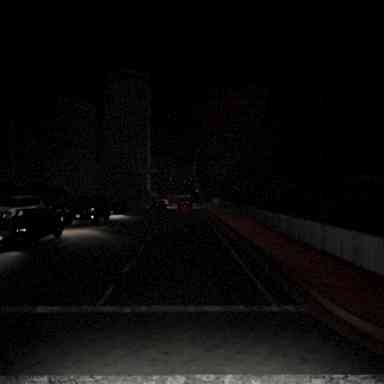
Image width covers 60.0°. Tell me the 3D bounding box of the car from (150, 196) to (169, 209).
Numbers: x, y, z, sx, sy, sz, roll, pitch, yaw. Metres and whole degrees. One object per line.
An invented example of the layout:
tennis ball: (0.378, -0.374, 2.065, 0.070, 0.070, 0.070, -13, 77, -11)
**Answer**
car: (-4.440, 1.557, 44.158, 1.994, 1.385, 4.181, 0, 0, -1)

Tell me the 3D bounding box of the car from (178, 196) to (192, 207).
car: (-1.133, 1.479, 52.827, 2.128, 1.511, 4.902, 0, 0, -1)

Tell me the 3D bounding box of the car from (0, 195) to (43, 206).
car: (-11.013, 1.227, 20.469, 2.150, 2.045, 5.566, 0, 0, -1)

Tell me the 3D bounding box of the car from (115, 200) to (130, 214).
car: (-7.823, 1.546, 35.079, 2.033, 1.411, 5.357, 0, 0, -1)

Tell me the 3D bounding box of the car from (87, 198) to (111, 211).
car: (-11.428, 1.527, 41.194, 1.812, 1.442, 4.674, 0, 0, -1)

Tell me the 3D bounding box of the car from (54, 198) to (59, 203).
car: (-11.235, 1.225, 30.834, 2.150, 2.045, 5.566, 0, 0, -2)

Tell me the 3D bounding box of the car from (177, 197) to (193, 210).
car: (-0.927, 1.495, 43.610, 1.837, 1.490, 4.892, 0, 0, -1)

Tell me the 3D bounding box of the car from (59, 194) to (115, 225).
car: (-7.606, 1.223, 24.722, 2.150, 2.045, 5.566, 0, 0, -1)

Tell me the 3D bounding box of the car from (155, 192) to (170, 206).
car: (-4.632, 1.343, 52.719, 2.097, 1.767, 4.553, 0, 0, -1)

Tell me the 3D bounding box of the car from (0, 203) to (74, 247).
car: (-7.394, 1.495, 15.150, 2.128, 1.511, 4.902, 0, 0, -1)
